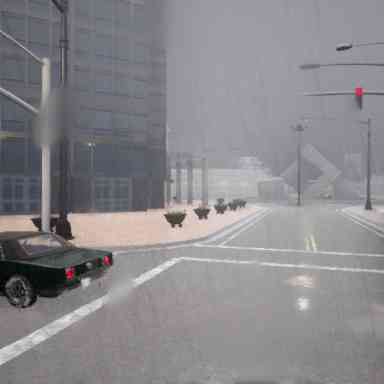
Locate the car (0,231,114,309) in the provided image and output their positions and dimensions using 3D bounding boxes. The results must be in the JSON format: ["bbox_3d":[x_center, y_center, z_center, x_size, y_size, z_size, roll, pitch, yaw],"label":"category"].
[{"bbox_3d":[-4.300,1.568,7.546,4.718,1.301,1.895,0,0,17],"label":"car"}]
